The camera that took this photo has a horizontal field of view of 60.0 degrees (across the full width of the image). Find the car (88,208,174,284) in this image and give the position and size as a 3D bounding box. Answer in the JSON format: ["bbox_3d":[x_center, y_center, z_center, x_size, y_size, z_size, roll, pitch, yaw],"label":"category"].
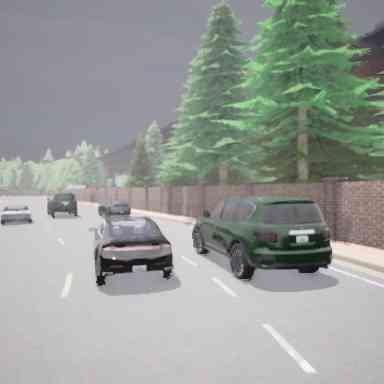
[{"bbox_3d":[-1.860,1.439,9.541,2.128,1.511,4.902,0,0,-17],"label":"car"}]

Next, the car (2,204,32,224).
[{"bbox_3d":[-12.705,1.588,24.167,1.895,1.301,4.718,-1,0,-28],"label":"car"}]

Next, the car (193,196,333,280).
[{"bbox_3d":[1.713,1.131,9.992,2.150,2.045,5.566,0,0,-16],"label":"car"}]

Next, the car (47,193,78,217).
[{"bbox_3d":[-11.764,1.113,30.124,2.150,2.045,5.566,-1,0,-27],"label":"car"}]

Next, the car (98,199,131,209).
[{"bbox_3d":[-6.469,1.352,27.486,2.128,1.511,4.902,-1,0,-27],"label":"car"}]
